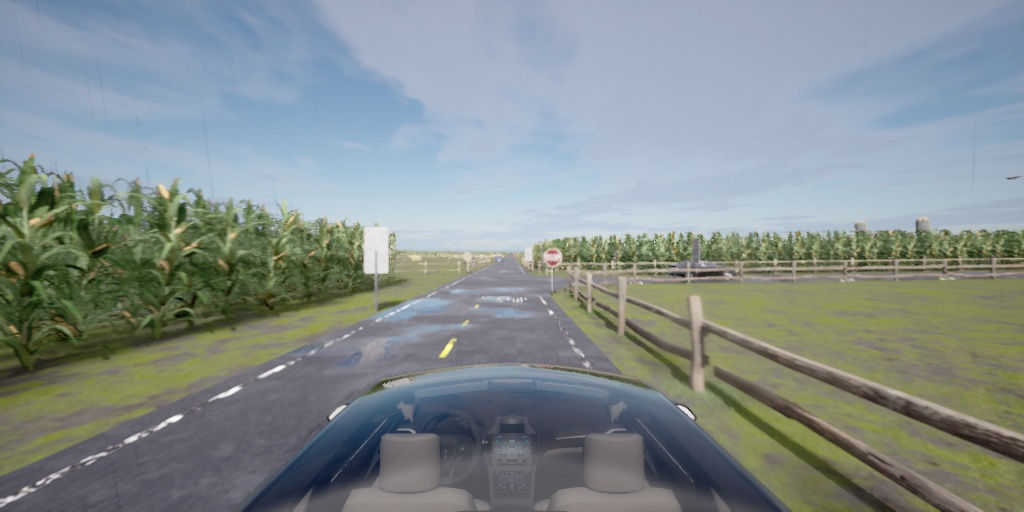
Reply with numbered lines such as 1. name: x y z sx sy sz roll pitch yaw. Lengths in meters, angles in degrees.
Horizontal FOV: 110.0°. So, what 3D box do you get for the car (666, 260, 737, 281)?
1. car: 14.102 1.060 26.763 4.902 1.511 2.128 -1 1 -2
